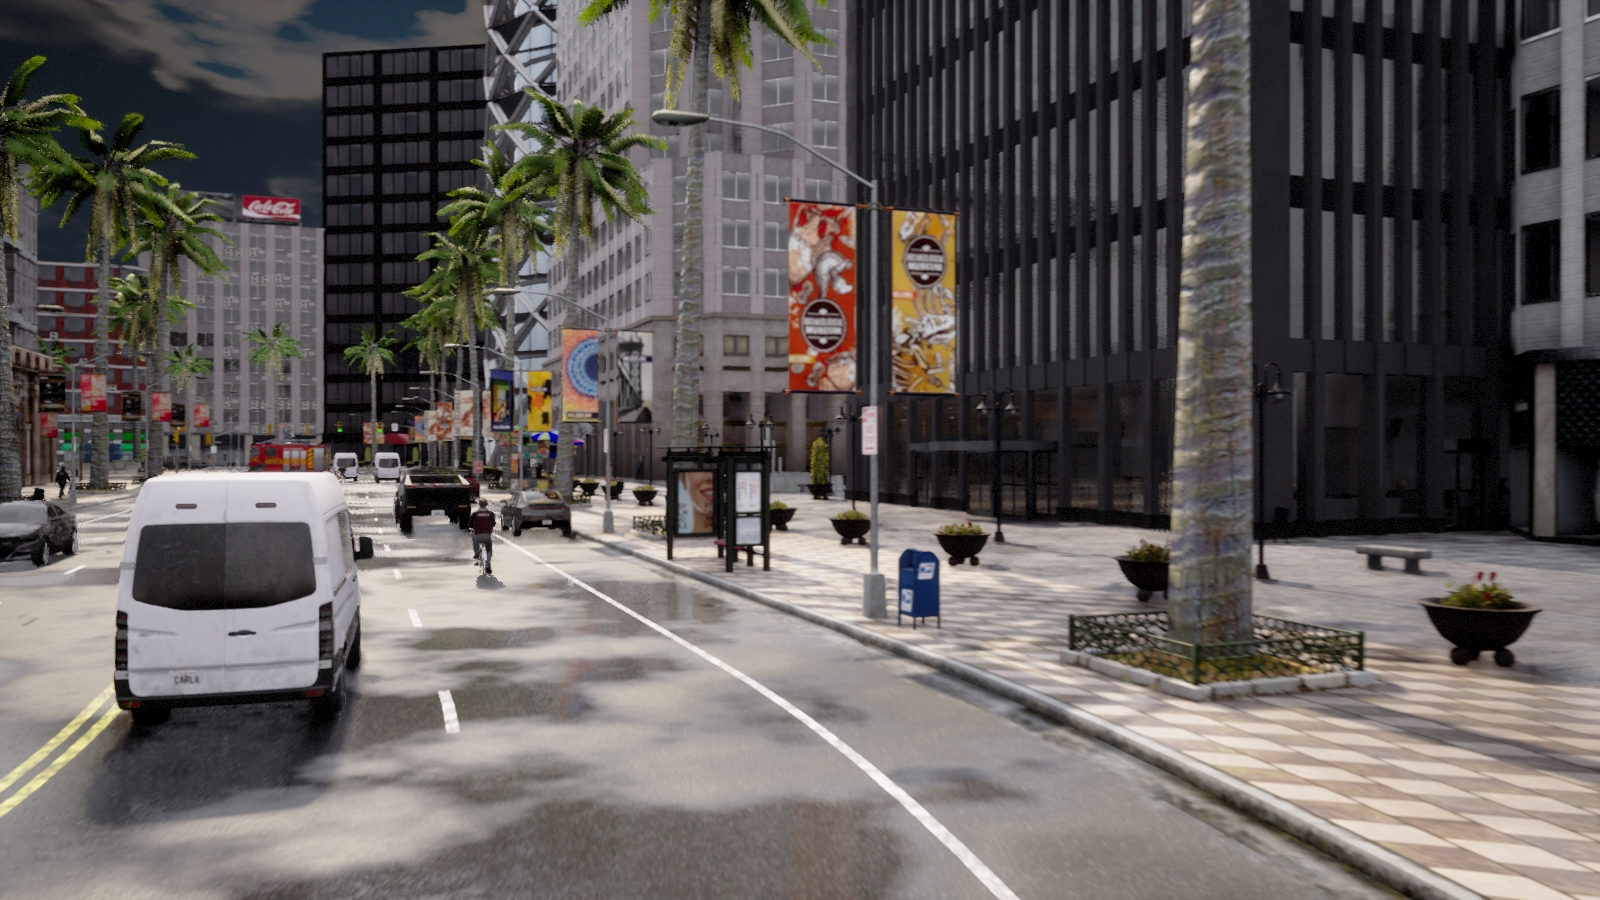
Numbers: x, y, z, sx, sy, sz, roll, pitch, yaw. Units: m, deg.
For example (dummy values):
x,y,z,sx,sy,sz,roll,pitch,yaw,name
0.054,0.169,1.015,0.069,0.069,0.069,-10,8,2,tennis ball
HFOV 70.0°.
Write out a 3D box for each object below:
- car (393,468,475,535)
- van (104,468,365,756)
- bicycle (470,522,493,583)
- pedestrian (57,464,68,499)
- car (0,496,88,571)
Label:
x,y,z,sx,sy,sz,roll,pitch,yaw,name
-13.266,1.759,41.156,2.390,2.098,6.274,0,0,-22,car
-6.402,1.537,13.652,1.988,2.561,5.915,0,0,-18,van
-6.944,2.213,24.903,0.329,1.171,1.835,0,0,-20,bicycle
-39.764,1.712,61.595,0.375,1.860,0.375,0,0,-13,pedestrian
-19.642,2.042,28.721,2.097,1.535,5.006,0,0,-22,car
